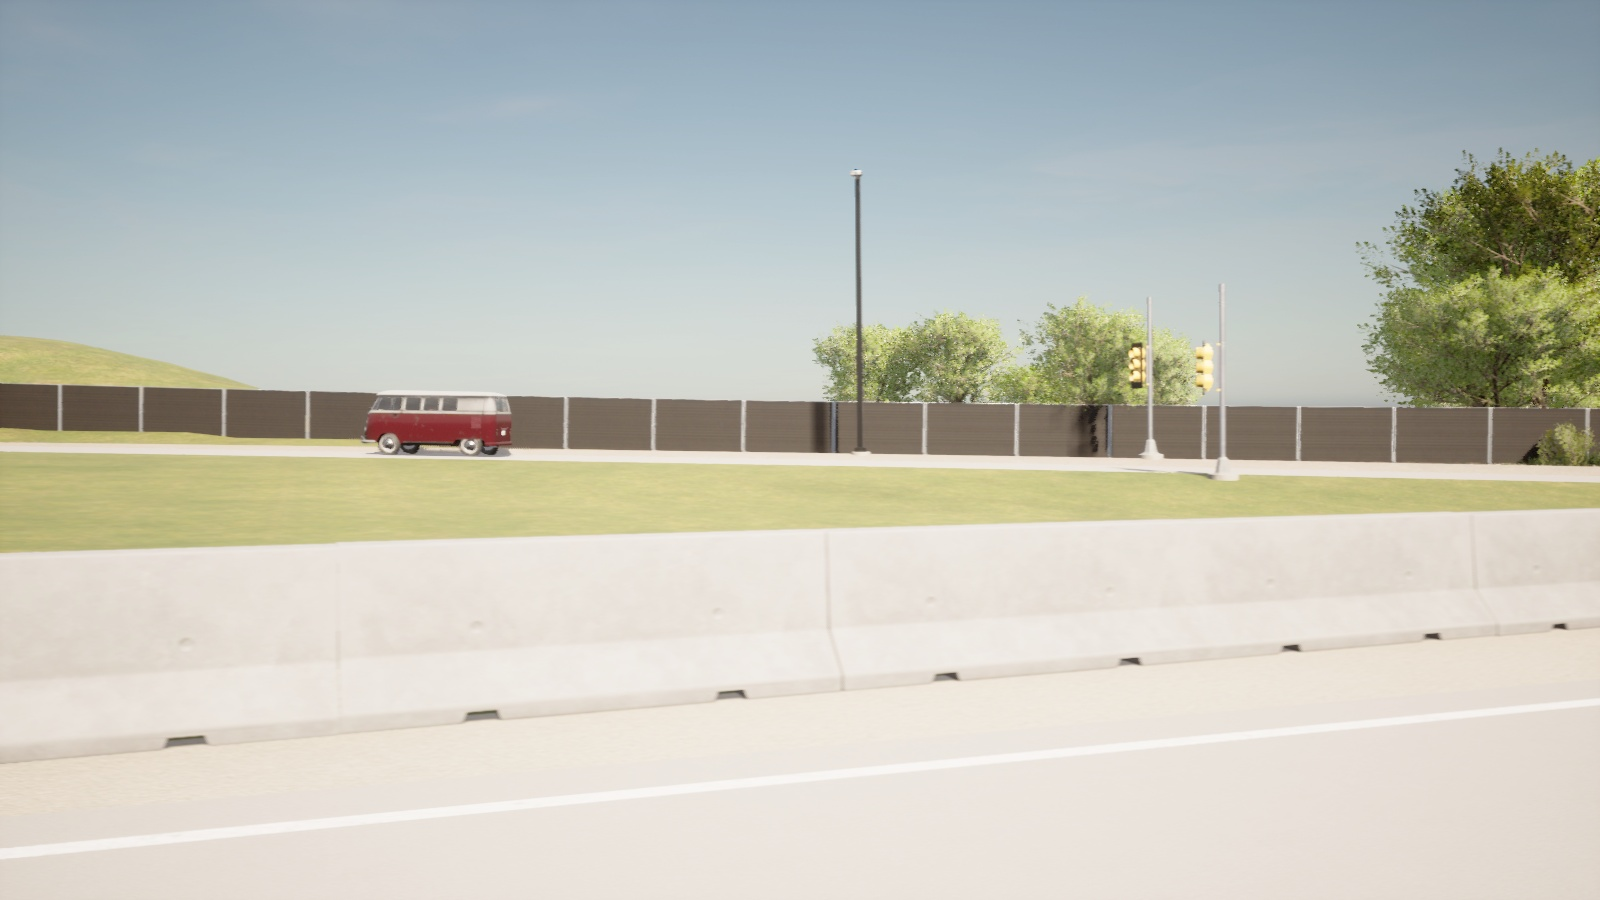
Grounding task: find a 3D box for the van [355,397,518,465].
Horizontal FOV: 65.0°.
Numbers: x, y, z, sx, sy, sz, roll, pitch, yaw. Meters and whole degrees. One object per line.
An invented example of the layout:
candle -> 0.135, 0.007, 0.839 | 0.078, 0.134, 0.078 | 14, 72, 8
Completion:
van -> -11.107, -0.583, 38.505 | 4.442, 1.987, 1.775 | 0, 2, 6
